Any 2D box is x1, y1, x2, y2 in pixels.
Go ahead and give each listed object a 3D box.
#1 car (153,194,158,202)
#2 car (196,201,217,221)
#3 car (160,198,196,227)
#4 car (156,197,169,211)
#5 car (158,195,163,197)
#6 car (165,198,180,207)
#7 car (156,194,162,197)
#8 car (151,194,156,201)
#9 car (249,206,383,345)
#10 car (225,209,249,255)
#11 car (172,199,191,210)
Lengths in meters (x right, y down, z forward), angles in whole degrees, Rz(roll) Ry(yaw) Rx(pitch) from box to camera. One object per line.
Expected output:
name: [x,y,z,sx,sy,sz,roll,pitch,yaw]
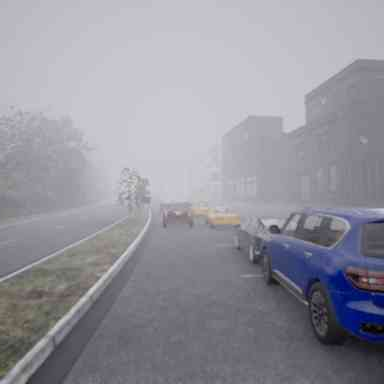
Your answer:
car: [-7.807,1.923,83.534,2.163,1.488,4.792,0,0,-11]
car: [0.874,1.715,34.450,1.946,1.575,5.366,0,0,-6]
car: [-1.137,1.527,24.713,2.097,1.767,4.553,0,0,-5]
car: [-3.154,1.744,41.492,1.882,1.535,5.008,0,0,-9]
car: [-5.753,1.903,72.631,2.163,1.488,4.792,0,0,-11]
car: [-3.691,1.844,61.696,2.231,1.521,4.892,0,0,-11]
car: [-6.773,1.924,78.052,2.002,1.452,4.674,0,0,-11]
car: [-8.832,1.647,88.984,2.435,2.045,5.566,0,0,-11]
car: [2.956,1.287,6.649,2.435,2.045,5.566,0,0,-1]
car: [2.773,1.582,12.191,2.231,1.521,4.892,0,0,-2]
car: [-1.657,1.803,50.893,2.097,1.535,5.008,0,0,-10]
